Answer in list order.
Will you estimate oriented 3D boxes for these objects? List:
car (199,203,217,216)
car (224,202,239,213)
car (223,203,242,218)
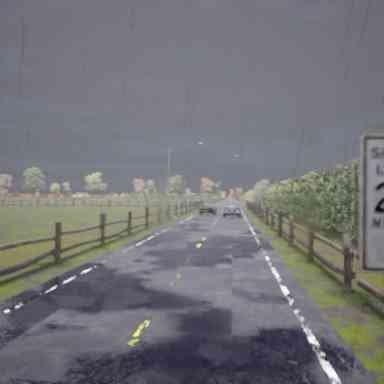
[{"bbox_3d":[1.906,2.012,39.056,1.895,1.301,4.718,1,-1,7],"label":"car"},{"bbox_3d":[5.439,2.115,45.226,1.895,1.301,4.718,1,-1,7],"label":"car"},{"bbox_3d":[4.257,1.946,35.176,2.033,1.411,5.357,1,-1,7],"label":"car"}]
